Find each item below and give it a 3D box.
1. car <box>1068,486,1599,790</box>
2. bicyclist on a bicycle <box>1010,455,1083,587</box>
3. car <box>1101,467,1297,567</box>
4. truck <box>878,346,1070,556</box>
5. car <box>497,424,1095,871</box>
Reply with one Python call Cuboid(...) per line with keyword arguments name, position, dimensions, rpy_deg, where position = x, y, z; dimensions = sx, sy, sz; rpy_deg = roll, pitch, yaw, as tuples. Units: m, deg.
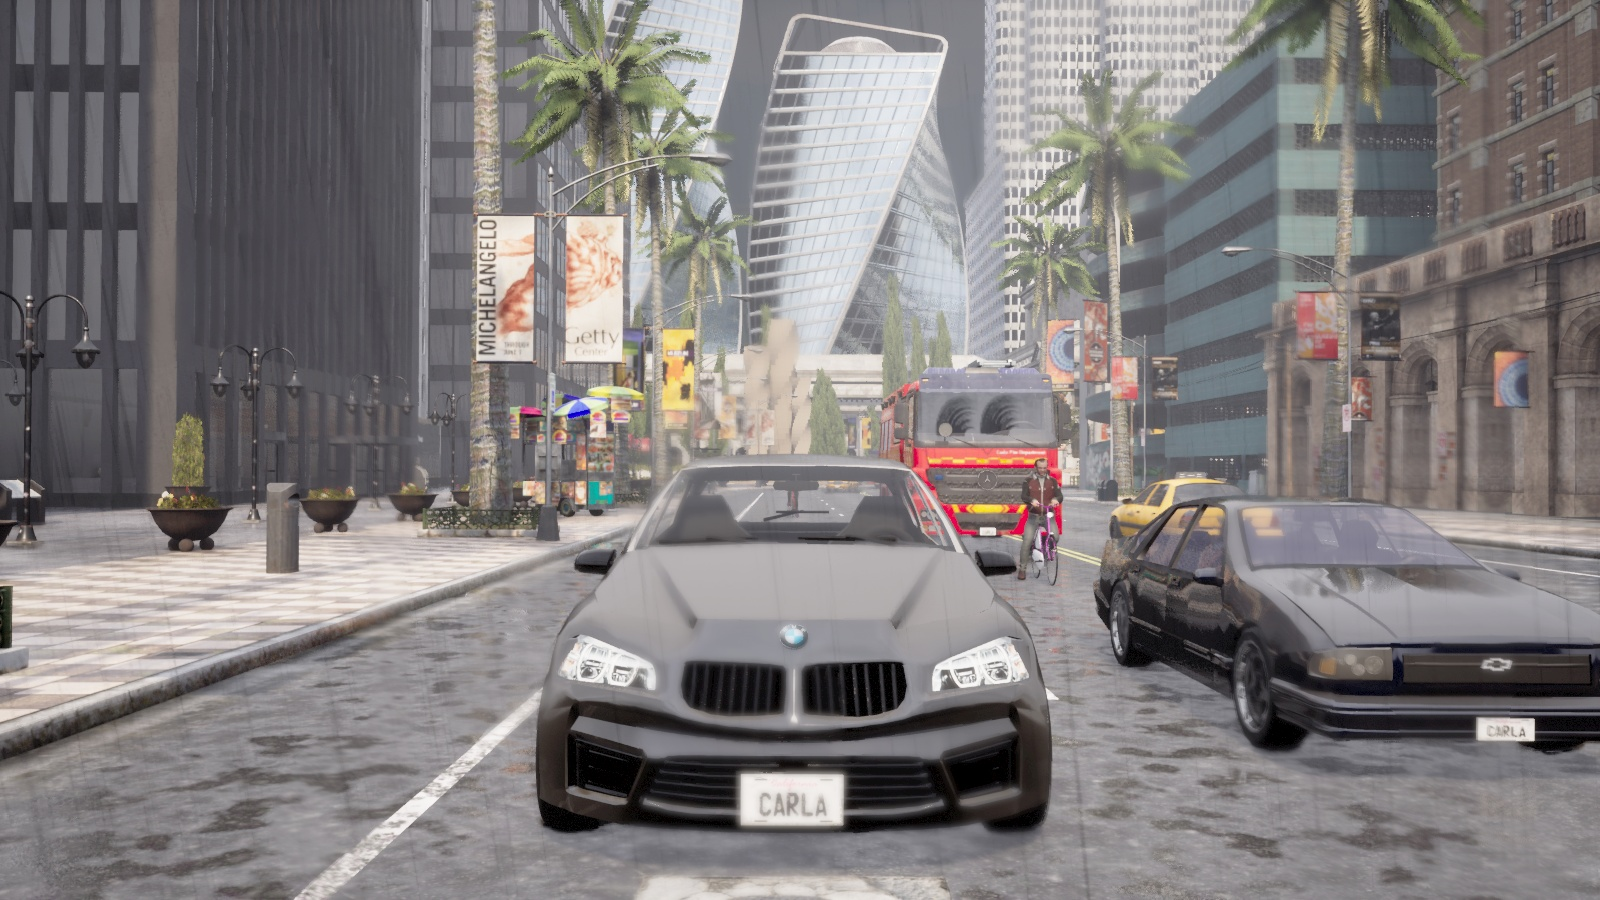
Cuboid(name="car", position=(3.478, 0.996, 8.825), dimensions=(2.033, 1.411, 5.357), rpy_deg=(0, -1, 0))
Cuboid(name="bicyclist on a bicycle", position=(3.458, 0.969, 17.742), dimensions=(0.659, 1.776, 1.843), rpy_deg=(0, -1, 0))
Cuboid(name="car", position=(6.961, 1.103, 22.547), dimensions=(1.801, 1.575, 5.366), rpy_deg=(0, -1, 0))
Cuboid(name="truck", position=(3.446, 0.092, 27.189), dimensions=(2.891, 3.827, 8.468), rpy_deg=(0, -1, 0))
Cuboid(name="car", position=(-0.018, 0.777, 7.026), dimensions=(2.242, 1.667, 4.611), rpy_deg=(0, -1, 0))
